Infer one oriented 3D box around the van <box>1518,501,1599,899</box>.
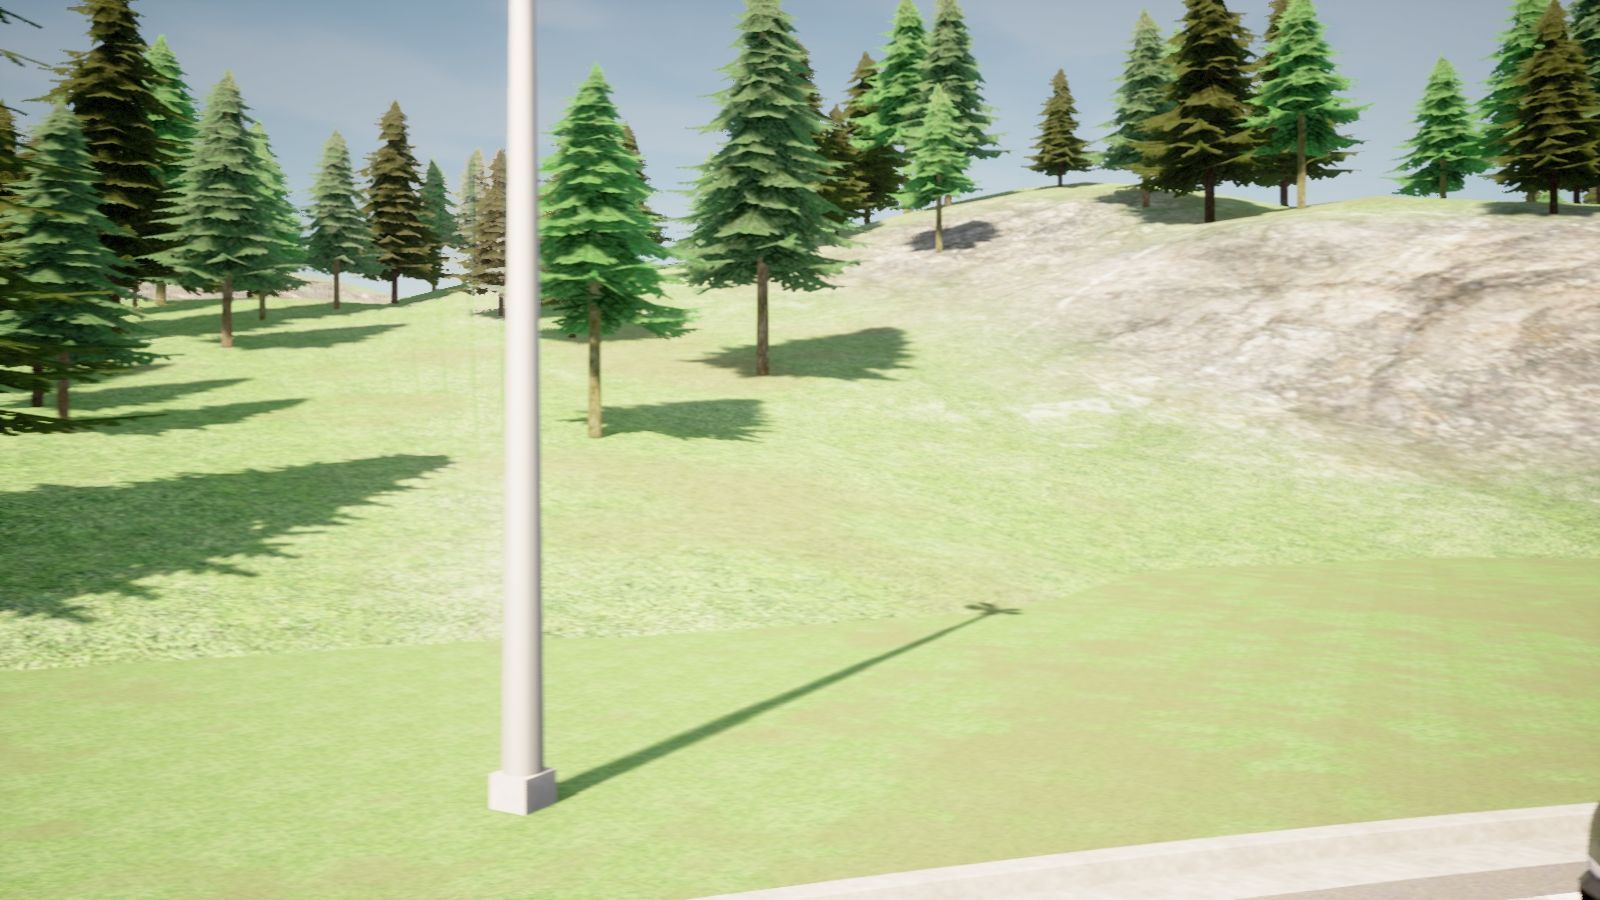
[{"bbox_3d":[6.787,1.529,5.463,5.915,2.561,1.988,0,-1,-12],"label":"van"}]
